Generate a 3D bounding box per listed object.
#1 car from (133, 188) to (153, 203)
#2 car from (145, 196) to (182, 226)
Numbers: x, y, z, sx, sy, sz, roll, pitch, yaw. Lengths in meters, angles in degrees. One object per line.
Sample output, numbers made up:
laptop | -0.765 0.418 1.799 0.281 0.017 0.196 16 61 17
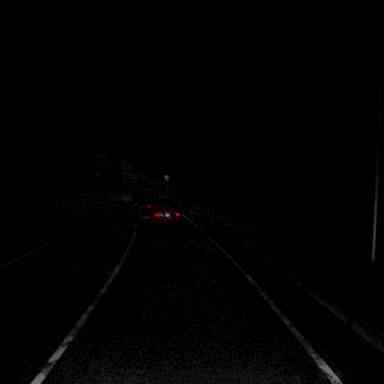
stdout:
car | -5.433 0.265 36.888 1.882 1.535 5.008 -1 5 -14
car | -1.731 1.252 20.979 2.033 1.411 5.357 -1 2 -8
